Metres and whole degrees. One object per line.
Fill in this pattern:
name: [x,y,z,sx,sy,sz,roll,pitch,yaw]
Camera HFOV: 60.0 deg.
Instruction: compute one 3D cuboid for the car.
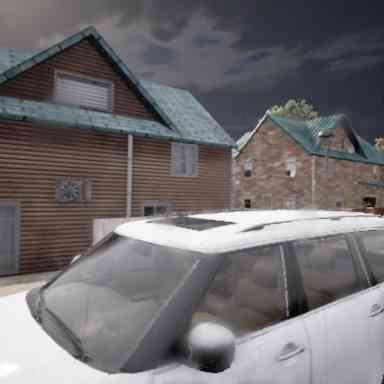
car: [0.117,1.233,3.030,5.566,2.045,2.150,0,0,-35]
